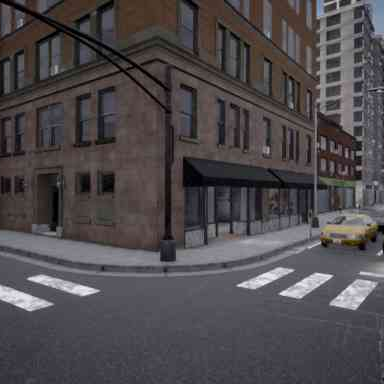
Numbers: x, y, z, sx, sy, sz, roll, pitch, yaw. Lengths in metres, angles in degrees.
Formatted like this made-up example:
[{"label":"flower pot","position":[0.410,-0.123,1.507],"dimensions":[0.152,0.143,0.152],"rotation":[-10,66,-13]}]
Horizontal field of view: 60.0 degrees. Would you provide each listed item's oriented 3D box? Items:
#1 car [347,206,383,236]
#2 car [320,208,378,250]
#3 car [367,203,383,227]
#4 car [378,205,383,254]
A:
[{"label":"car","position":[10.485,1.585,19.172],"dimensions":[1.947,1.339,4.313],"rotation":[0,0,37]},{"label":"car","position":[6.962,1.544,14.533],"dimensions":[1.752,1.417,4.829],"rotation":[0,0,37]},{"label":"car","position":[13.803,1.544,23.540],"dimensions":[1.752,1.417,4.829],"rotation":[0,0,37]},{"label":"car","position":[8.394,1.373,11.941],"dimensions":[2.097,1.767,4.553],"rotation":[0,0,39]}]
